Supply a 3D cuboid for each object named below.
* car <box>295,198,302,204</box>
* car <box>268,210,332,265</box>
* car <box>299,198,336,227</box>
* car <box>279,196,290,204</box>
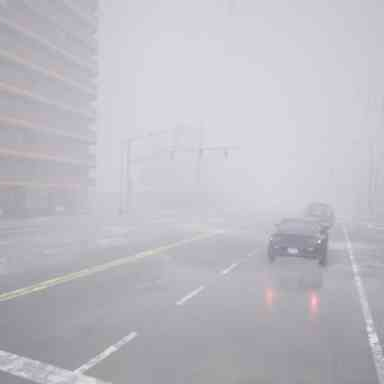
[{"bbox_3d":[26.687,2.281,82.364,1.812,1.442,4.674,1,0,23],"label":"car"},{"bbox_3d":[4.021,1.646,12.290,1.812,1.442,4.674,1,0,24],"label":"car"},{"bbox_3d":[9.879,1.614,25.754,2.097,1.767,4.553,1,0,25],"label":"car"},{"bbox_3d":[23.475,2.257,83.753,2.033,1.411,5.357,1,0,23],"label":"car"}]
